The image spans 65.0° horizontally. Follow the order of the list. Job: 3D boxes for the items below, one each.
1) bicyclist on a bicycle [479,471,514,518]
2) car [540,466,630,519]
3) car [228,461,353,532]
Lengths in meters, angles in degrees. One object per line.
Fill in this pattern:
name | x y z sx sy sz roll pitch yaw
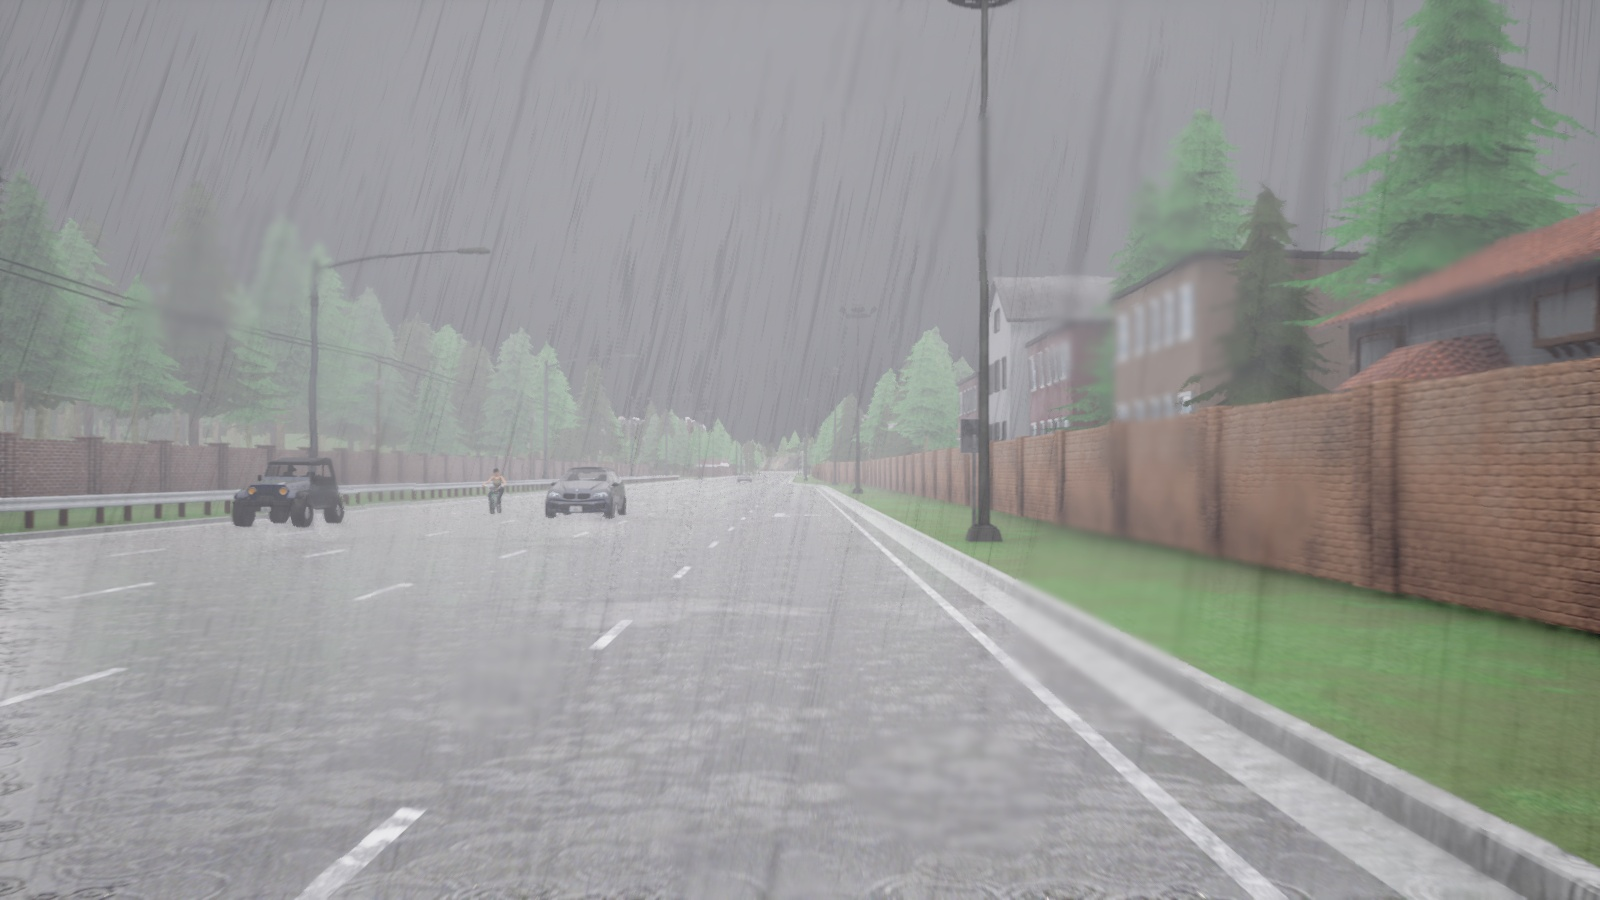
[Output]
bicyclist on a bicycle | -10.602 1.527 43.873 0.866 1.612 1.509 0 -1 0
car | -7.103 1.390 42.029 2.242 1.667 4.611 0 -1 0
car | -14.086 1.251 34.945 1.905 1.878 3.866 0 -1 0
